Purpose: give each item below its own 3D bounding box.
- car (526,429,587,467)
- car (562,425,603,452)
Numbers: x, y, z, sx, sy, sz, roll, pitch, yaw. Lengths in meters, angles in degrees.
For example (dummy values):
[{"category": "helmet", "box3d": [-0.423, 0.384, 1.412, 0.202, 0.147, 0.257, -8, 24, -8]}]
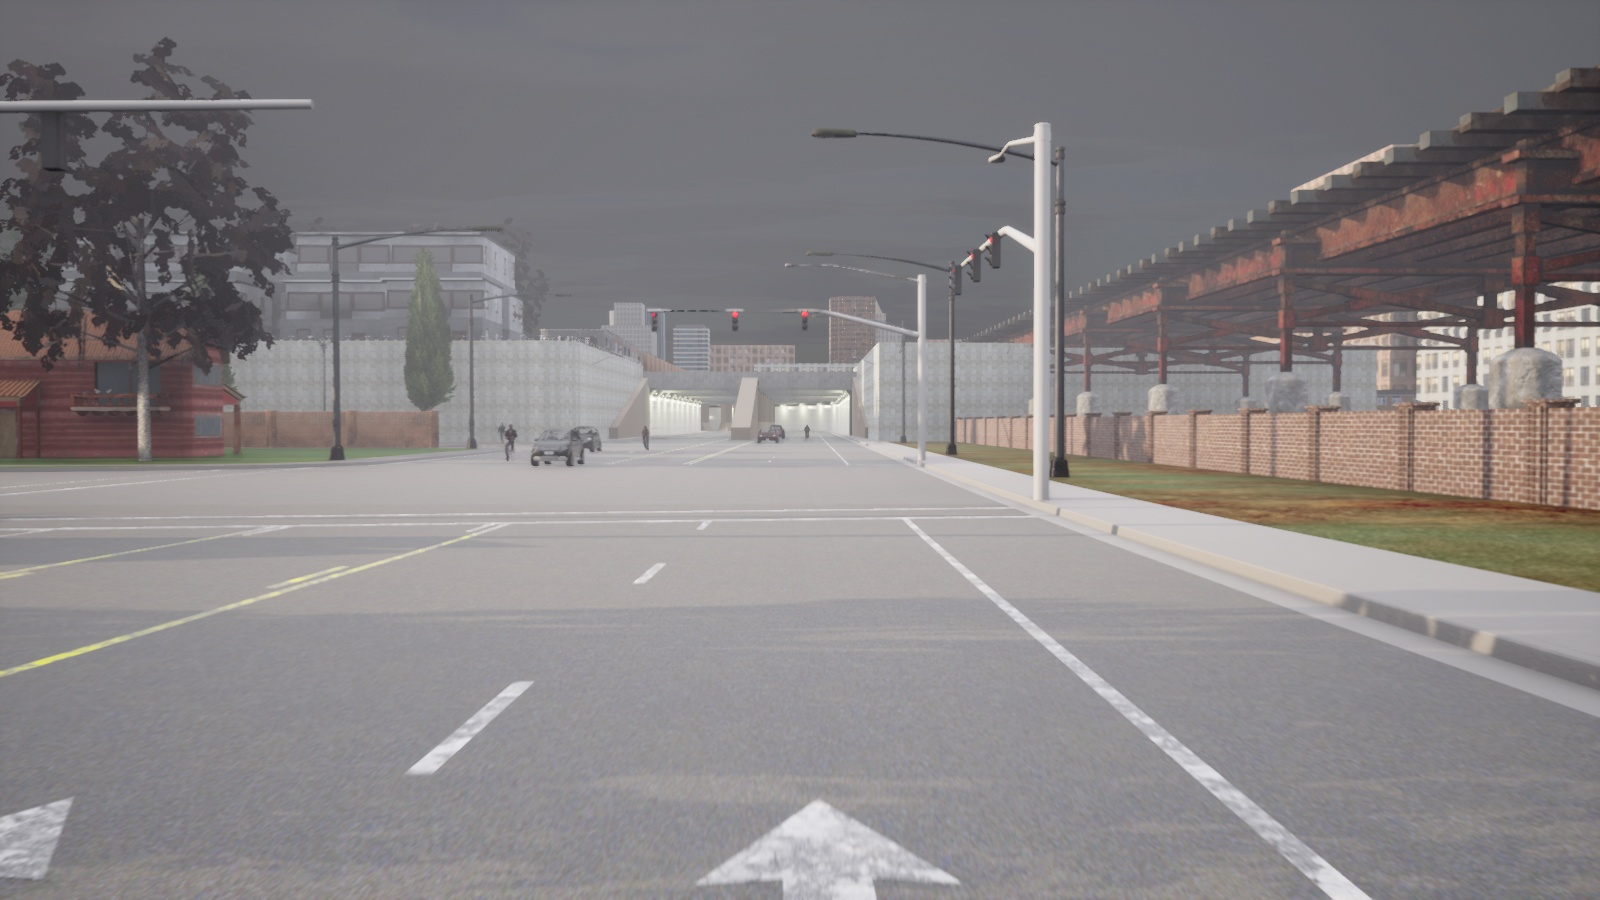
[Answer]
[{"category": "car", "box3d": [-10.190, -0.114, 52.756, 1.789, 1.549, 3.705, 0, 1, 0]}, {"category": "car", "box3d": [-13.531, -0.754, 78.375, 1.851, 1.617, 3.988, 0, 1, 0]}]
